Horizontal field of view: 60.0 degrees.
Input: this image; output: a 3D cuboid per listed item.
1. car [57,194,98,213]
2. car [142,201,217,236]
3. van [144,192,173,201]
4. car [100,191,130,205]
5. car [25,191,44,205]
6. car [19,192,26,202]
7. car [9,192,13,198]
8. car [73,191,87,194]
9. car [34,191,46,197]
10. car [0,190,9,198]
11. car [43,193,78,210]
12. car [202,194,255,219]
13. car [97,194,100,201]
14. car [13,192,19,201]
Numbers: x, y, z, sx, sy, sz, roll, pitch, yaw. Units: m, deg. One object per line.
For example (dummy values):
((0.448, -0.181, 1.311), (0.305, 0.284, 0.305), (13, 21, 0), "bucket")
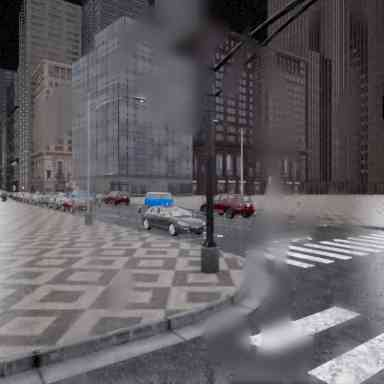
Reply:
((-10.544, 1.139, 30.311), (1.887, 1.381, 4.507), (1, 0, -36), "car")
((-1.031, 1.367, 16.981), (2.008, 1.369, 4.403), (1, 0, -36), "car")
((-3.596, 0.931, 35.255), (1.690, 1.788, 3.998), (1, 0, -36), "van")
((-9.939, 0.766, 44.144), (2.192, 1.841, 5.009), (1, 0, -36), "car")
((-20.058, 0.940, 43.642), (2.008, 1.369, 4.403), (1, 0, -36), "car")
((-23.229, 0.875, 48.086), (2.008, 1.369, 4.403), (1, 0, -36), "car")
((-29.572, 0.748, 56.973), (1.887, 1.381, 4.507), (1, 0, -36), "car")
((-16.159, 0.967, 48.414), (1.895, 1.301, 4.718), (0, 1, -36), "car")
((-38.487, 0.495, 84.139), (1.887, 1.381, 4.507), (0, 0, -36), "car")
((-39.085, 0.611, 70.303), (1.947, 1.339, 4.313), (1, 0, -36), "car")
((-13.715, 1.075, 34.754), (2.008, 1.369, 4.403), (1, 0, -36), "car")
((2.748, 1.050, 26.367), (2.192, 1.841, 5.009), (1, 0, -36), "car")
((-13.114, 0.935, 48.589), (2.008, 1.369, 4.403), (1, 0, -36), "car")
((-26.399, 0.702, 52.529), (1.967, 1.590, 4.097), (1, 0, -36), "car")
